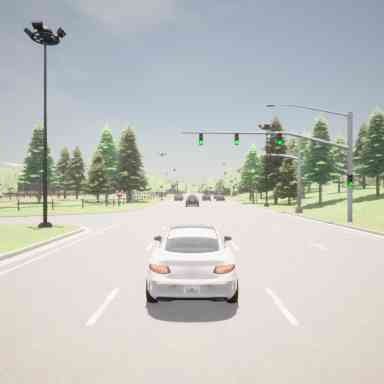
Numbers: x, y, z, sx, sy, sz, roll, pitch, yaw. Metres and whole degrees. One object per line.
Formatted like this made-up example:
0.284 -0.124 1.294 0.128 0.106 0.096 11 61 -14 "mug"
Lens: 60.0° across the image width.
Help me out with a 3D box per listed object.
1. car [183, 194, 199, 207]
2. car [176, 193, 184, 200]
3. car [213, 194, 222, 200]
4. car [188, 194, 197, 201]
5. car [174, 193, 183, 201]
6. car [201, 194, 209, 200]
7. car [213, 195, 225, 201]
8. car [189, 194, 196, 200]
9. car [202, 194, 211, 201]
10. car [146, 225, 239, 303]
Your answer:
0.059 1.352 51.938 2.097 1.767 4.553 0 0 0 "car"
-3.394 1.188 92.975 2.097 1.767 4.553 0 0 0 "car"
7.106 1.385 92.993 1.994 1.385 4.181 0 0 0 "car"
0.095 1.348 82.968 2.097 1.767 4.553 0 0 0 "car"
-3.405 1.544 82.969 1.994 1.385 4.181 0 0 0 "car"
3.606 1.372 92.997 2.033 1.411 5.357 0 0 0 "car"
7.094 1.517 82.573 2.128 1.511 4.902 0 0 0 "car"
0.106 1.332 93.001 1.837 1.490 4.892 0 0 0 "car"
3.595 1.348 82.964 2.097 1.767 4.553 0 0 0 "car"
0.015 1.526 8.065 1.812 1.442 4.674 0 0 0 "car"
